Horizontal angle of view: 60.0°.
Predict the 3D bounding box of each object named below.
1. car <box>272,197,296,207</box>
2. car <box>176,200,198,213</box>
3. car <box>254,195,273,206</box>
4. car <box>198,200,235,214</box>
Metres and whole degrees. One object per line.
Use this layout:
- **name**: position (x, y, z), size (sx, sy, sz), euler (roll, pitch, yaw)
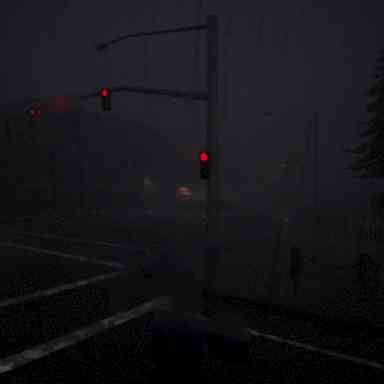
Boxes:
- **car**: position (14.642, 1.518, 51.635), size (1.837, 1.490, 4.892), euler (0, 0, 36)
- **car**: position (0.036, 1.537, 37.448), size (1.994, 1.385, 4.181), euler (0, 0, 36)
- **car**: position (11.817, 1.345, 53.702), size (2.097, 1.767, 4.553), euler (0, 0, 36)
- **car**: position (2.915, 1.541, 35.456), size (1.994, 1.385, 4.181), euler (0, 0, 36)
